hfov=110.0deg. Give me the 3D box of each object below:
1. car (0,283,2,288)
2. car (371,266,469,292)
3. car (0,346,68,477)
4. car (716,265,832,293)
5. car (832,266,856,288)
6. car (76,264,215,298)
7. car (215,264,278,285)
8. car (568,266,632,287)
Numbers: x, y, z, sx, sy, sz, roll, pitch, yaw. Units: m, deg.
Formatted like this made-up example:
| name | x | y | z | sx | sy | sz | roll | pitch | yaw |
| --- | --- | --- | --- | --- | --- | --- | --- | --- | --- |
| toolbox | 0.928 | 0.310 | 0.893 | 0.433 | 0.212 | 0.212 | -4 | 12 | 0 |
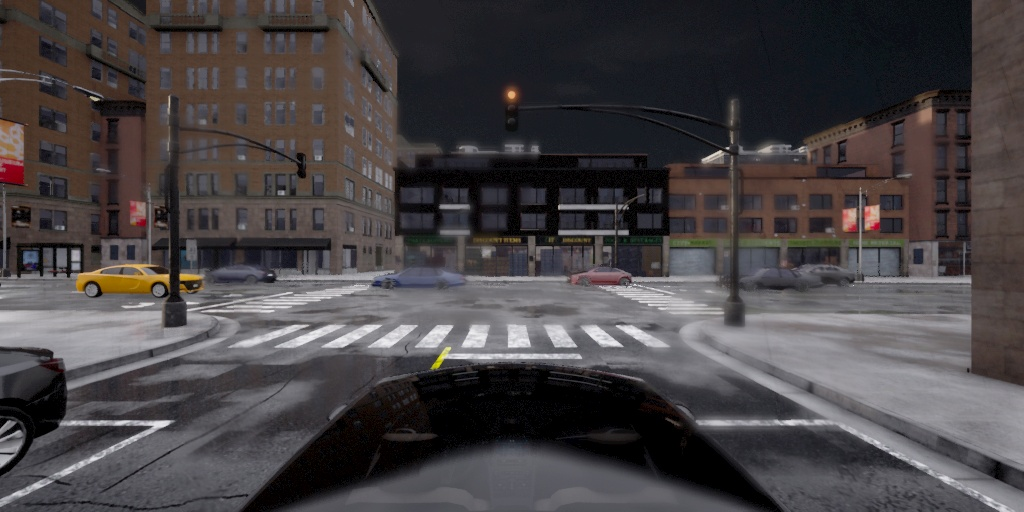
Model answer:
| name | x | y | z | sx | sy | sz | roll | pitch | yaw |
| --- | --- | --- | --- | --- | --- | --- | --- | --- | --- |
| car | -27.855 | 1.150 | 17.277 | 4.674 | 1.442 | 1.812 | 0 | 0 | 0 |
| car | -5.244 | 1.278 | 20.842 | 5.357 | 1.411 | 2.033 | 0 | 0 | 0 |
| car | -5.387 | 1.316 | 1.844 | 1.948 | 1.339 | 4.313 | 0 | 0 | 0 |
| car | 14.996 | 1.380 | 20.958 | 5.357 | 1.411 | 2.033 | 0 | 0 | -1 |
| car | 20.258 | 1.352 | 24.229 | 4.902 | 1.511 | 2.128 | 0 | 0 | 0 |
| car | -17.789 | 1.149 | 17.328 | 5.008 | 1.535 | 1.882 | 0 | 0 | 0 |
| car | -18.179 | 1.233 | 24.029 | 4.181 | 1.385 | 1.994 | 0 | 0 | 0 |
| car | 5.879 | 1.351 | 24.152 | 4.181 | 1.385 | 1.994 | 0 | 0 | 0 |
